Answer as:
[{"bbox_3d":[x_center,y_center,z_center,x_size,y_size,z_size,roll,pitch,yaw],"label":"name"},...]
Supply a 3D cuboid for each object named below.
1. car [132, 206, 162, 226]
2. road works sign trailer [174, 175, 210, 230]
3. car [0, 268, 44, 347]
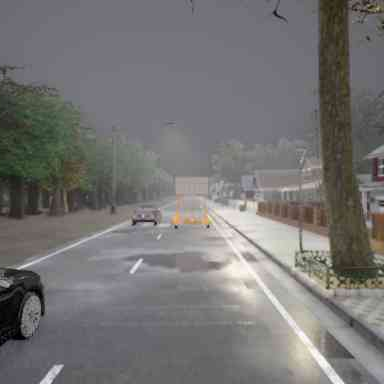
[{"bbox_3d":[-3.399,1.765,25.688,2.033,1.411,5.357,0,-1,0],"label":"car"},{"bbox_3d":[0.002,0.651,22.369,2.380,3.560,2.880,0,-1,0],"label":"road works sign trailer"},{"bbox_3d":[-3.399,1.521,3.707,2.128,1.511,4.902,0,0,0],"label":"car"}]
